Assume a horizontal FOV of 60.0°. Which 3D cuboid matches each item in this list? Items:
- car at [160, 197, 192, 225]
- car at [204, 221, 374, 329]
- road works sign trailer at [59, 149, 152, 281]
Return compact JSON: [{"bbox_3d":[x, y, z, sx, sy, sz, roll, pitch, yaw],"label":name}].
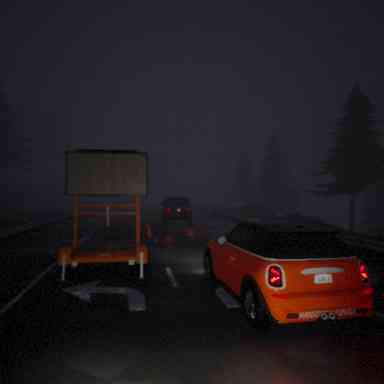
[{"bbox_3d":[-1.306,1.392,26.189,2.150,2.045,5.566,0,0,-8],"label":"car"},{"bbox_3d":[1.690,1.409,7.375,2.097,1.767,4.553,0,0,-11],"label":"car"},{"bbox_3d":[-2.554,0.522,10.112,2.380,3.560,2.880,0,0,-9],"label":"road works sign trailer"}]
